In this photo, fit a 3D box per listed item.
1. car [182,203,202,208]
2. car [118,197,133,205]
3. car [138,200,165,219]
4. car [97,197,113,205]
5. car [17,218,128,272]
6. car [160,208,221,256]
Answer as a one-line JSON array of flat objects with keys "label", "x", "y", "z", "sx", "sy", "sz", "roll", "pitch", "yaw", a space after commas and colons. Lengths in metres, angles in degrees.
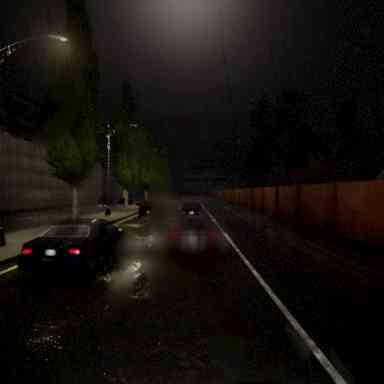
[{"label": "car", "x": 0.018, "y": 1.540, "z": 25.736, "sx": 2.033, "sy": 1.411, "sz": 5.357, "roll": 0, "pitch": 0, "yaw": 1}, {"label": "car", "x": -11.560, "y": 1.545, "z": 57.974, "sx": 1.994, "sy": 1.385, "sz": 4.181, "roll": 0, "pitch": 0, "yaw": 1}, {"label": "car", "x": -3.456, "y": 1.468, "z": 29.133, "sx": 1.882, "sy": 1.535, "sz": 5.008, "roll": 0, "pitch": 0, "yaw": 0}, {"label": "car", "x": -15.057, "y": 1.545, "z": 57.807, "sx": 1.994, "sy": 1.385, "sz": 4.181, "roll": 0, "pitch": 0, "yaw": 1}, {"label": "car", "x": -3.477, "y": 1.544, "z": 10.726, "sx": 2.033, "sy": 1.411, "sz": 5.357, "roll": 0, "pitch": 0, "yaw": 1}, {"label": "car", "x": 0.044, "y": 1.561, "z": 13.114, "sx": 1.994, "sy": 1.385, "sz": 4.181, "roll": 0, "pitch": 0, "yaw": 0}]
